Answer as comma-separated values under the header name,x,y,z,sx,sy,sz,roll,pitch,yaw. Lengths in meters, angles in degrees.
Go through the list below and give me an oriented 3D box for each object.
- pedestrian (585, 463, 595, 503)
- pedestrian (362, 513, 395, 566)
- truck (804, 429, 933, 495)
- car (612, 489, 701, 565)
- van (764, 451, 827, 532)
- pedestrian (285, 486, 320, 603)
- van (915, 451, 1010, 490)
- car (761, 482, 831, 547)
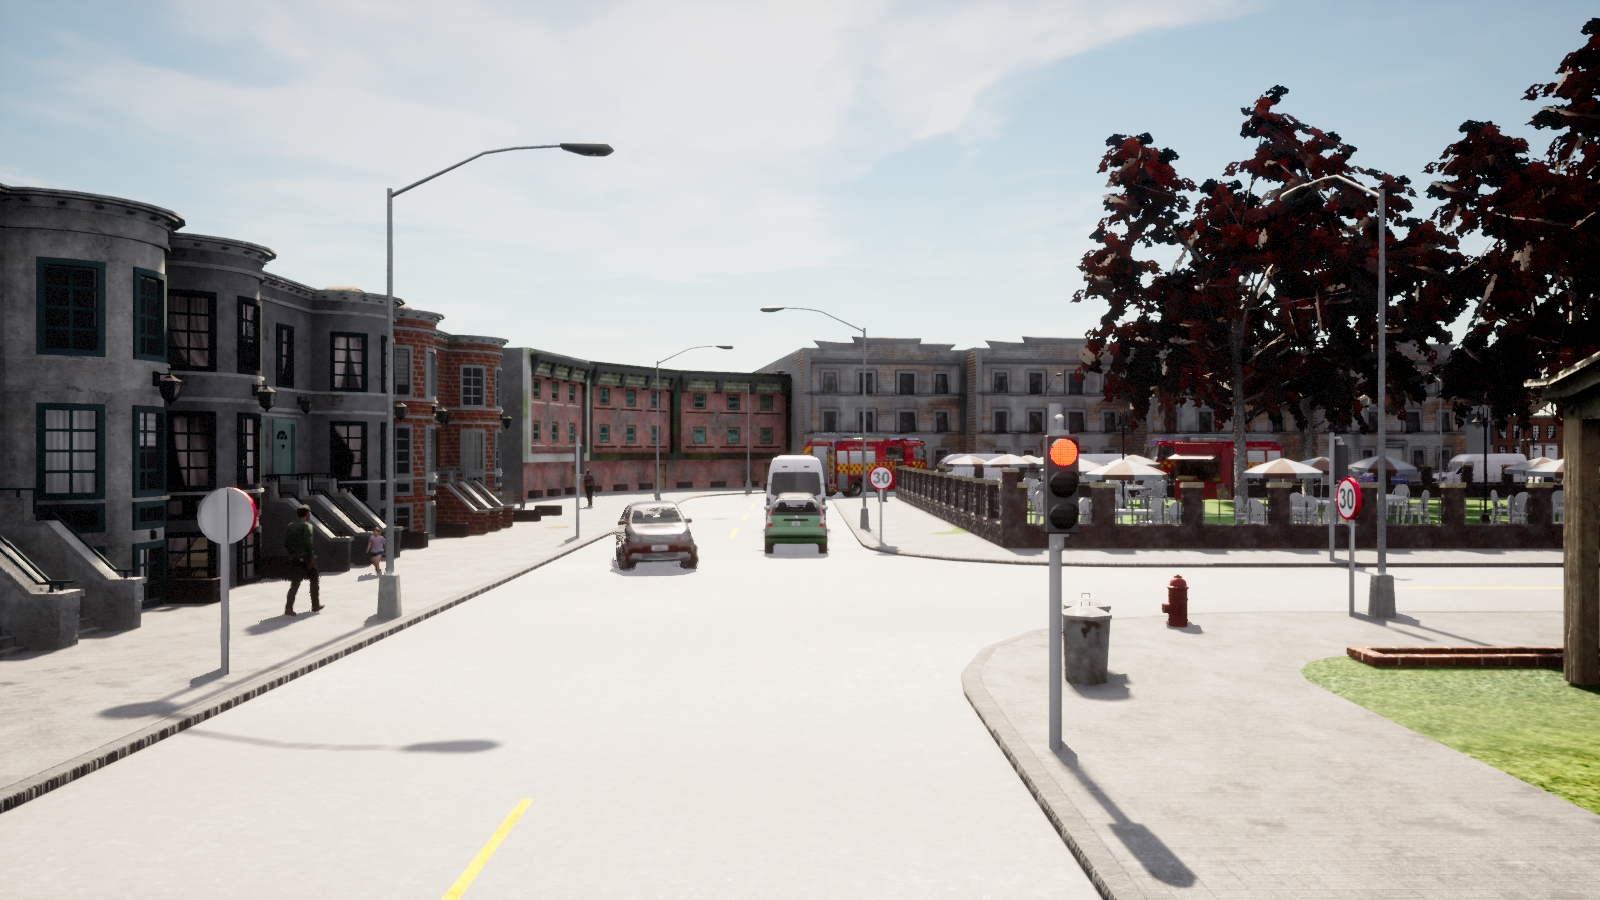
name,x,y,z,sx,sy,sz,roll,pitch,yaw
pedestrian,-9.764,1.525,53.047,0.375,1.860,0.375,0,0,3
pedestrian,-9.007,1.904,24.410,0.500,1.100,0.500,0,0,6
truck,4.295,0.672,70.228,8.468,3.827,2.891,0,0,-43
car,-3.557,1.806,27.779,1.789,1.549,3.705,-1,0,-12
van,-0.147,1.315,39.074,1.988,2.561,5.915,0,0,0
pedestrian,-8.059,1.524,18.508,0.375,1.860,0.375,0,0,15
van,10.550,1.314,74.428,5.915,2.561,1.988,0,0,0
car,-0.119,1.779,32.373,1.851,1.617,3.988,0,0,0
